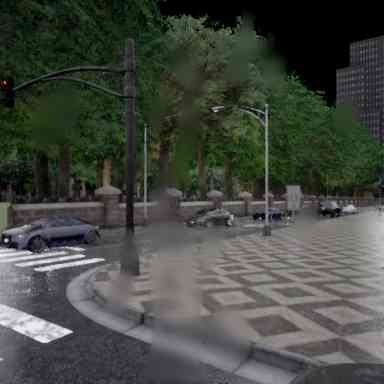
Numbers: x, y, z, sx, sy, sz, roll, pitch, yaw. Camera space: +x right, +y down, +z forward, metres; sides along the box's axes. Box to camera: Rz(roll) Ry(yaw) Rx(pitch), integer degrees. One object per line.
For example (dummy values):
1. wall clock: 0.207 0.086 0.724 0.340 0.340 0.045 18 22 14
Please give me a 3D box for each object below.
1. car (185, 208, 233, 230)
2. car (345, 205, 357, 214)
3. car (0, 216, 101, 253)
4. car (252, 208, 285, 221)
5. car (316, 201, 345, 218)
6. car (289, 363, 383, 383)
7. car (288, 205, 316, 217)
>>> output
1. car: 1.414 1.975 25.375 1.837 1.490 4.892 0 -2 35
2. car: 25.281 2.770 53.478 1.812 1.442 4.674 0 -1 35
3. car: -6.143 1.765 14.726 1.994 1.385 4.181 0 -1 36
4. car: 8.023 2.308 34.678 1.895 1.301 4.718 0 -1 36
5. car: 17.375 2.171 42.329 2.150 2.045 5.566 0 -1 35
6. car: 2.373 1.551 1.264 4.403 1.369 2.008 0 0 36
7. car: 14.064 2.404 43.115 1.882 1.535 5.008 0 -1 36
